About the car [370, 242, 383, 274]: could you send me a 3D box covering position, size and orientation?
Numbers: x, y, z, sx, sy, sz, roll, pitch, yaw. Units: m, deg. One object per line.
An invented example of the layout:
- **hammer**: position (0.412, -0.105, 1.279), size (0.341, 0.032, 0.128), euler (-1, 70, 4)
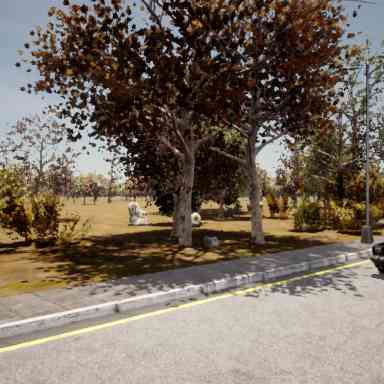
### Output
- **car**: position (7.016, 1.605, 9.384), size (4.718, 1.301, 1.895), euler (0, 0, -36)
